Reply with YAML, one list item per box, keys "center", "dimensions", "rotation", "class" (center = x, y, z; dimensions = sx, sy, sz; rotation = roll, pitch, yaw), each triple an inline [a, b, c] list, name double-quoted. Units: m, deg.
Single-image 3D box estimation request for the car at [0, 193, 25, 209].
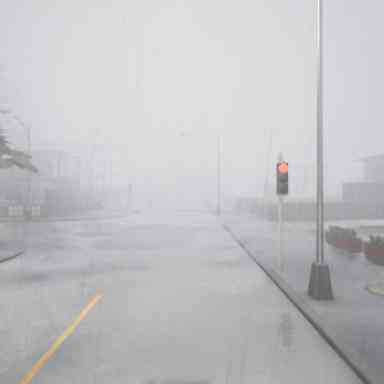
- center: [-19.739, 0.998, 35.098]
  dimensions: [1.905, 1.878, 3.866]
  rotation: [0, 0, 35]
  class: "car"
